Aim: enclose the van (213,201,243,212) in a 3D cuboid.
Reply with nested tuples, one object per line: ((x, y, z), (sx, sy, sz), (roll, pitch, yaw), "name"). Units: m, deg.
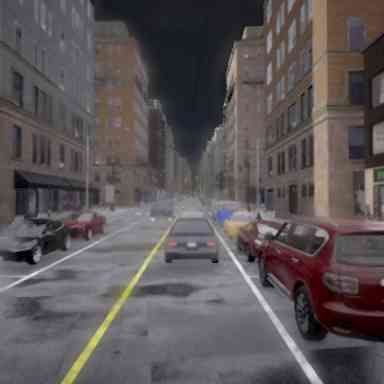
((2.667, 1.567, 23.579), (1.690, 1.788, 3.998), (1, -1, 0), "van")

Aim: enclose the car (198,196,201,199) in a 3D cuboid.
((3.163, 2.329, 83.502), (1.887, 1.381, 4.507), (1, -1, 1), "car")

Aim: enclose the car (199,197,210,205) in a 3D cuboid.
((2.959, 2.198, 66.912), (1.947, 1.339, 4.313), (1, -1, 1), "car")

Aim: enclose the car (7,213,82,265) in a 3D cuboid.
((-5.856, 1.684, 12.230), (1.947, 1.339, 4.313), (1, -1, 0), "car")

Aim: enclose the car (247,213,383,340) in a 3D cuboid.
((2.674, 1.380, 6.560), (2.192, 1.841, 5.009), (1, -1, 0), "car")

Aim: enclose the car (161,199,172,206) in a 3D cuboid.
((-5.499, 2.250, 72.541), (1.947, 1.339, 4.313), (1, -1, 1), "car")

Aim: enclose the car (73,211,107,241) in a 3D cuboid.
((-5.859, 1.717, 17.902), (1.887, 1.381, 4.507), (1, -1, 0), "car")

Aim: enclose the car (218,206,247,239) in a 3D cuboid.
((2.668, 1.700, 18.074), (1.752, 1.417, 4.829), (1, -1, 0), "car")

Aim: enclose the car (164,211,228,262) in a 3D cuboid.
((0.005, 1.670, 12.558), (2.033, 1.411, 5.357), (0, -1, 0), "car")

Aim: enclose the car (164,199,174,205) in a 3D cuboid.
((-5.430, 2.286, 78.070), (2.008, 1.369, 4.403), (1, -1, 1), "car")

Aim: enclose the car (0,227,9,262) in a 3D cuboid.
((-5.854, 1.630, 6.557), (1.947, 1.339, 4.313), (1, -1, 0), "car")

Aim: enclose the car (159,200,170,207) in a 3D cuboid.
((-5.567, 2.215, 67.012), (1.802, 1.307, 4.206), (1, -1, 1), "car")

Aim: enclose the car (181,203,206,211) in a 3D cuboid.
((0.006, 1.872, 28.271), (1.895, 1.301, 4.718), (0, -1, 0), "car")

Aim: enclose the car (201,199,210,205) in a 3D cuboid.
((3.094, 2.284, 77.972), (2.008, 1.369, 4.403), (1, -1, 1), "car")

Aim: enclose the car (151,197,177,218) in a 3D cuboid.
((-3.037, 1.682, 34.662), (2.097, 1.767, 4.553), (0, 0, 0), "car")

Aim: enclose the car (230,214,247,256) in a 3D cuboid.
((2.669, 1.701, 12.230), (1.802, 1.307, 4.206), (1, -1, 0), "car")

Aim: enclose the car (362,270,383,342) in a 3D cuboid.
((2.675, 1.537, 1.054), (1.752, 1.417, 4.829), (1, -1, 0), "car")

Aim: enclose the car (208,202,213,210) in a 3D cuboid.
((2.662, 1.807, 29.420), (1.752, 1.417, 4.829), (1, -1, 0), "car")
